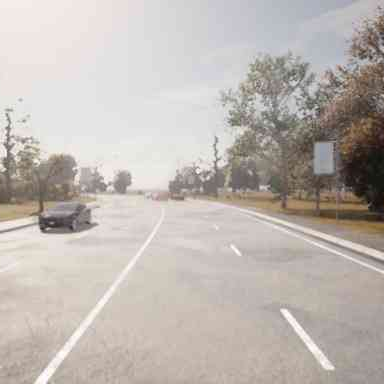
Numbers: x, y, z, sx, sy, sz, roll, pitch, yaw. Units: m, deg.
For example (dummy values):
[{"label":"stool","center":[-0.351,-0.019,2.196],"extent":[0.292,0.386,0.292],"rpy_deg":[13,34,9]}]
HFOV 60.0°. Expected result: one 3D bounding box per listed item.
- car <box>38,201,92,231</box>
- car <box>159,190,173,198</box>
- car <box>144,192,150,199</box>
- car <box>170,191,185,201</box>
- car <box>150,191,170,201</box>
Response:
[{"label":"car","center":[-7.447,1.350,19.968],"extent":[1.882,1.535,5.008],"rpy_deg":[0,0,-2]},{"label":"car","center":[-5.803,0.457,73.634],"extent":[2.097,1.767,4.553],"rpy_deg":[0,1,-21]},{"label":"car","center":[-9.092,0.644,72.436],"extent":[1.812,1.442,4.674],"rpy_deg":[0,1,-21]},{"label":"car","center":[-2.774,0.954,63.847],"extent":[1.895,1.301,4.718],"rpy_deg":[0,1,-17]},{"label":"car","center":[-6.074,0.725,62.628],"extent":[2.097,1.767,4.553],"rpy_deg":[0,1,-17]}]
